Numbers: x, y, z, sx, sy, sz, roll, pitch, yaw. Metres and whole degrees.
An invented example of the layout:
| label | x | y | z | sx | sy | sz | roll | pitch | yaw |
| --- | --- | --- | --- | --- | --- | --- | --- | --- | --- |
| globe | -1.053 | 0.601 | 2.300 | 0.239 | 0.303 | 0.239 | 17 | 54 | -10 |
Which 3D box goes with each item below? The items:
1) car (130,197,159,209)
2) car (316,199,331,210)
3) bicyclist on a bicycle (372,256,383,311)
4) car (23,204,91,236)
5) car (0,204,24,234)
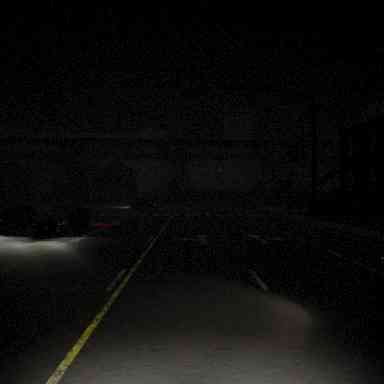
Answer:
| label | x | y | z | sx | sy | sz | roll | pitch | yaw |
| --- | --- | --- | --- | --- | --- | --- | --- | --- | --- |
| car | -6.566 | 1.504 | 45.438 | 1.837 | 1.490 | 4.892 | 0 | 0 | -45 |
| car | 16.873 | 1.525 | 40.143 | 4.674 | 1.442 | 1.812 | 0 | 0 | 0 |
| bicyclist on a bicycle | 4.182 | 1.453 | 6.260 | 1.656 | 1.620 | 0.582 | -2 | 0 | 0 |
| car | -7.208 | 1.477 | 18.809 | 1.882 | 1.535 | 5.008 | 0 | 0 | 0 |
| car | -10.711 | 1.503 | 19.431 | 1.837 | 1.490 | 4.892 | 0 | 0 | 0 |
